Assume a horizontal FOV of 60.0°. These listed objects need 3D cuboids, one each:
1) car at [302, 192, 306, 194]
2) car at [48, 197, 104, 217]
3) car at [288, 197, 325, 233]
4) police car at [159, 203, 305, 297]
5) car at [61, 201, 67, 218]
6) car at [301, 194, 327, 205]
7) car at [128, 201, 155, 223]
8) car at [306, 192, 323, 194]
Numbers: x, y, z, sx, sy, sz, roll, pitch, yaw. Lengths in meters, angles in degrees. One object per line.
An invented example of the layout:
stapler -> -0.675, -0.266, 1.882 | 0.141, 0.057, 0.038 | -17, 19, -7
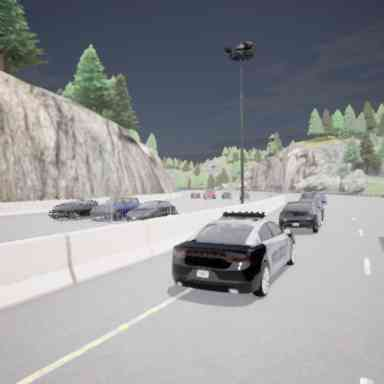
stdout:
car -> 19.845, 0.677, 56.790 | 1.994, 1.385, 4.181 | -1, 1, 10
car -> -10.518, 1.289, 30.535 | 2.128, 1.511, 4.902 | 0, 1, 23
car -> 5.850, 1.234, 17.723 | 1.837, 1.490, 4.892 | 0, 1, 24
police car -> 1.405, 1.312, 8.628 | 1.930, 1.638, 5.238 | 0, 1, 28
car -> -8.747, 1.428, 25.758 | 1.895, 1.301, 4.718 | 0, 1, 24
car -> 8.299, 1.139, 23.352 | 1.837, 1.490, 4.892 | 0, 1, 23
car -> -2.590, 1.311, 22.440 | 1.812, 1.442, 4.674 | 0, 1, 24
car -> 16.332, 0.858, 43.077 | 2.033, 1.411, 5.357 | -1, 1, 16
